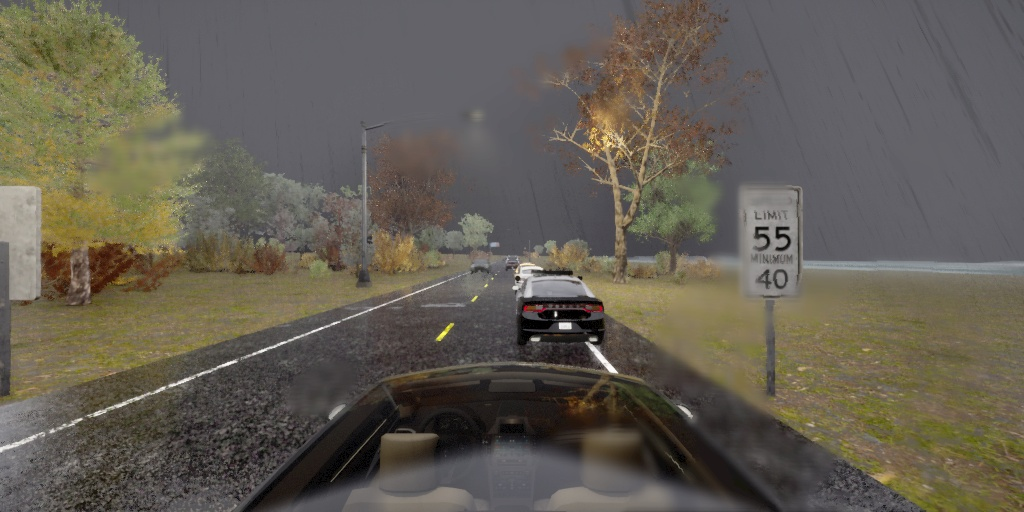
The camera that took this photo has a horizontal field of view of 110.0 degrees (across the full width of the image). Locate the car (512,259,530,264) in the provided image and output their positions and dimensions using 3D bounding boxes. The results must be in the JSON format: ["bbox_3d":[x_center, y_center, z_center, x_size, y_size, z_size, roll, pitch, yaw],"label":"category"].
[{"bbox_3d":[1.068,1.204,25.720,1.801,1.575,5.366,0,0,0],"label":"car"}]

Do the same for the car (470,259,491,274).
[{"bbox_3d":[-3.548,1.097,41.281,2.097,1.767,4.553,0,0,0],"label":"car"}]

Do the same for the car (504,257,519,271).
[{"bbox_3d":[0.096,1.247,48.799,1.837,1.490,4.892,0,0,1],"label":"car"}]

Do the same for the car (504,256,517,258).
[{"bbox_3d":[0.096,0.956,61.981,2.150,2.045,5.566,0,0,0],"label":"car"}]

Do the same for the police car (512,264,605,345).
[{"bbox_3d":[1.048,1.175,9.646,1.930,1.638,5.238,0,0,0],"label":"police car"}]
